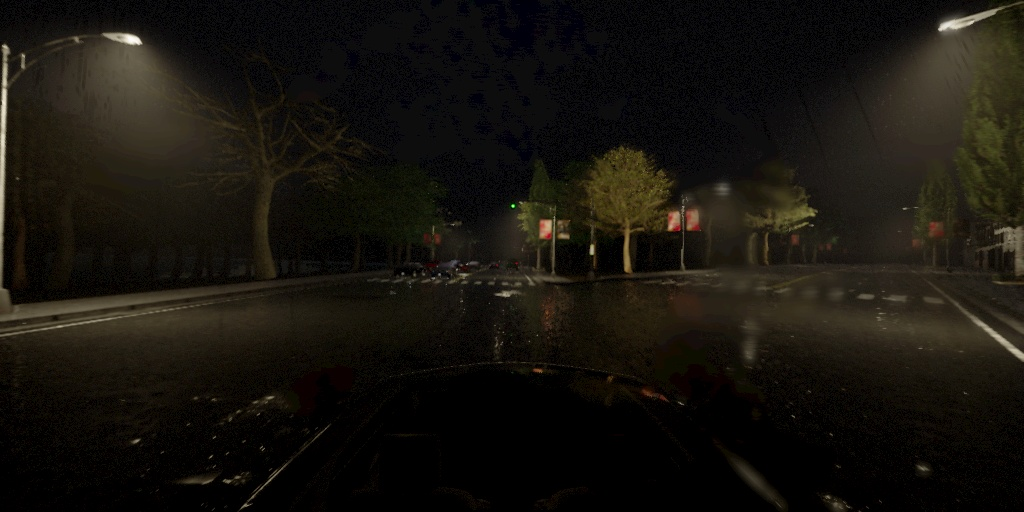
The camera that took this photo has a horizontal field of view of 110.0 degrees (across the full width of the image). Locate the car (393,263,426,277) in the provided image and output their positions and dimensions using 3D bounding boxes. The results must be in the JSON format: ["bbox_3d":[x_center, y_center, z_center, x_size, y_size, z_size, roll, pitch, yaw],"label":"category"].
[{"bbox_3d":[-9.769,1.296,34.384,1.895,1.301,4.718,1,0,1],"label":"car"}]

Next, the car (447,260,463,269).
[{"bbox_3d":[-9.718,1.453,61.573,1.882,1.535,5.008,1,-1,0],"label":"car"}]

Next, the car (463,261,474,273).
[{"bbox_3d":[-6.507,1.452,46.622,1.994,1.385,4.181,1,-1,1],"label":"car"}]

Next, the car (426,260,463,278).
[{"bbox_3d":[-6.514,1.327,35.125,2.033,1.411,5.357,1,0,1],"label":"car"}]

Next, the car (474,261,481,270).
[{"bbox_3d":[-6.468,1.607,62.085,2.033,1.411,5.357,1,-1,0],"label":"car"}]

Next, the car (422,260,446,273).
[{"bbox_3d":[-9.764,1.275,45.500,1.882,1.535,5.008,1,-1,0],"label":"car"}]
